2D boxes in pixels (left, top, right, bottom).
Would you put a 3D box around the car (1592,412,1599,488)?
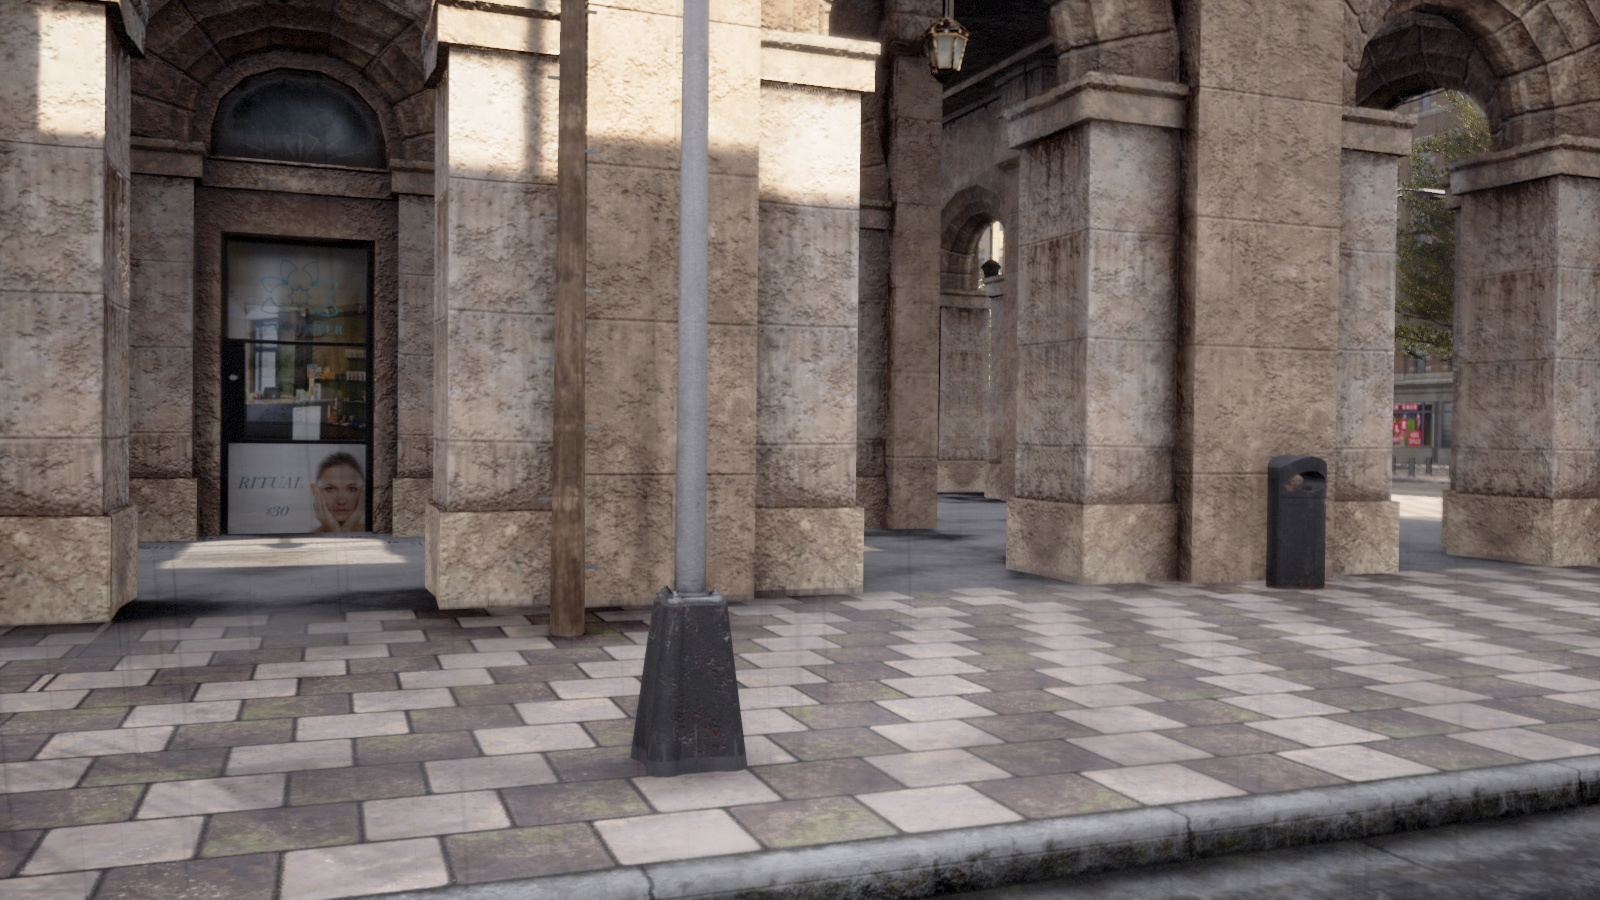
[{"bbox_3d":[20.347,0.012,27.672,2.097,1.767,4.553,-1,1,-20],"label":"car"}]
